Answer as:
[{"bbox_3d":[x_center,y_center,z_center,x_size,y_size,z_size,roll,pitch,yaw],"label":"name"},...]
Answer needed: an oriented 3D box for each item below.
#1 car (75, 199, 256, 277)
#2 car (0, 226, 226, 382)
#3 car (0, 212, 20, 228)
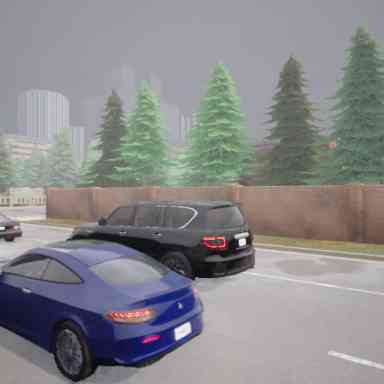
[{"bbox_3d":[-1.041,1.222,9.048,5.566,2.045,2.150,0,0,36],"label":"car"},{"bbox_3d":[-1.978,1.526,5.418,4.674,1.442,1.812,0,0,36],"label":"car"},{"bbox_3d":[-9.773,1.547,15.275,5.357,1.411,2.033,0,0,39],"label":"car"}]
